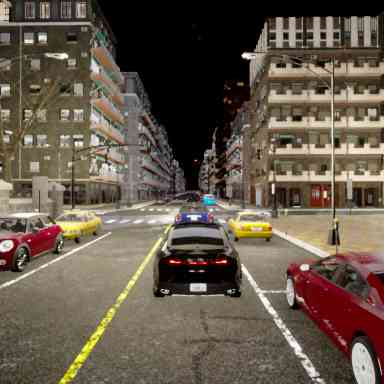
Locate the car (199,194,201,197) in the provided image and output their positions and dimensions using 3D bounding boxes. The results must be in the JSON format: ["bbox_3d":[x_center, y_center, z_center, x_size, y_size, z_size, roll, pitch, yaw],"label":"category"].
[{"bbox_3d":[2.755,1.519,59.806,1.887,1.381,4.507,1,0,0],"label":"car"}]

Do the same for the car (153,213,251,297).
[{"bbox_3d":[0.111,1.507,8.531,1.837,1.490,4.892,0,0,0],"label":"car"}]

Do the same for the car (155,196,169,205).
[{"bbox_3d":[-5.625,1.556,59.870,1.802,1.307,4.206,1,0,0],"label":"car"}]

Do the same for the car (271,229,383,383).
[{"bbox_3d":[2.704,1.546,4.908,1.887,1.381,4.507,1,0,0],"label":"car"}]

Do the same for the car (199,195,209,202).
[{"bbox_3d":[2.771,1.503,76.818,2.008,1.369,4.403,1,0,0],"label":"car"}]

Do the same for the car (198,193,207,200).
[{"bbox_3d":[2.785,1.249,88.160,2.192,1.841,5.009,1,0,0],"label":"car"}]

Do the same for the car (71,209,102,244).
[{"bbox_3d":[-5.666,1.527,15.996,1.752,1.417,4.829,1,0,0],"label":"car"}]

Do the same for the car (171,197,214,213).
[{"bbox_3d":[0.137,1.354,18.791,2.097,1.767,4.553,0,0,1],"label":"car"}]

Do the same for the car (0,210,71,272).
[{"bbox_3d":[-5.670,1.442,10.552,1.967,1.590,4.097,1,0,0],"label":"car"}]

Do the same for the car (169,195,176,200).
[{"bbox_3d":[-5.599,1.516,88.225,1.802,1.307,4.206,1,0,0],"label":"car"}]

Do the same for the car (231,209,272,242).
[{"bbox_3d":[2.715,1.527,16.311,1.752,1.417,4.829,1,0,0],"label":"car"}]

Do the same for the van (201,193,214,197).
[{"bbox_3d":[2.753,1.321,54.134,1.690,1.788,3.998,1,0,0],"label":"van"}]
